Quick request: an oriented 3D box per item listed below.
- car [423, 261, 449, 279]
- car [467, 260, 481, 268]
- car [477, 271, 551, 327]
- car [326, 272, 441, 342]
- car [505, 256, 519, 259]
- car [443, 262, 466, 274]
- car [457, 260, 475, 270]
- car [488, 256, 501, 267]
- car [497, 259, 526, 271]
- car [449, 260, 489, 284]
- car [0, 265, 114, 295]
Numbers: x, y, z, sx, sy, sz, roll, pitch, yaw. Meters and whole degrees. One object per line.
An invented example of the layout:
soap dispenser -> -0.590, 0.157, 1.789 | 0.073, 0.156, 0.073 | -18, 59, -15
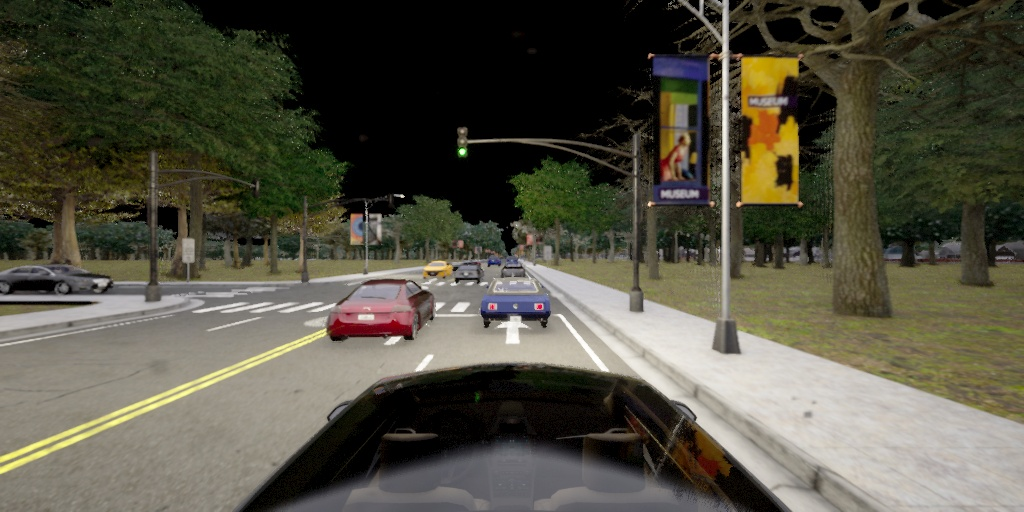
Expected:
car -> -6.601, 1.209, 32.298 | 1.882, 1.535, 5.008 | 0, 0, 0
car -> -6.506, 1.334, 61.969 | 1.895, 1.301, 4.718 | 0, 0, 0
car -> 0.099, 1.343, 11.534 | 1.895, 1.301, 4.718 | 0, 0, 0
car -> -3.323, 1.308, 9.838 | 1.994, 1.385, 4.181 | 0, 0, -4
car -> 0.003, 0.956, 63.159 | 2.150, 2.045, 5.566 | 0, 0, 0
car -> -6.591, 1.330, 41.704 | 1.895, 1.301, 4.718 | 0, 0, 0
car -> -6.562, 1.293, 51.762 | 1.994, 1.385, 4.181 | 0, 0, 0
car -> -3.238, 0.957, 64.724 | 2.150, 2.045, 5.566 | 0, 0, 0
car -> 0.098, 1.224, 29.214 | 2.128, 1.511, 4.902 | 0, 0, 0
car -> -3.152, 1.280, 27.189 | 2.033, 1.411, 5.357 | 0, 0, 0
car -> -23.386, 1.206, 18.334 | 4.902, 1.511, 2.128 | 0, 0, 0
